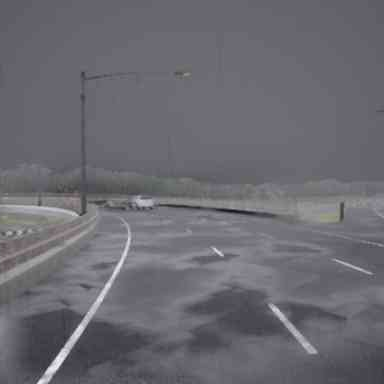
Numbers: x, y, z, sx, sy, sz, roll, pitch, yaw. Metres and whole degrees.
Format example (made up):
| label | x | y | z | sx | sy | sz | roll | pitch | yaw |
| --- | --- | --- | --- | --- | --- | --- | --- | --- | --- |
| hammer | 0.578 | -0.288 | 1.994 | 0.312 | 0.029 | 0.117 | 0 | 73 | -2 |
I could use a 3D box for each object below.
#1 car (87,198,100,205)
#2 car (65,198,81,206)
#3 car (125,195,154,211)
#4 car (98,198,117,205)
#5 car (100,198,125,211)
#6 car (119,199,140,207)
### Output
| label | x | y | z | sx | sy | sz | roll | pitch | yaw |
| --- | --- | --- | --- | --- | --- | --- | --- | --- | --- |
| car | -19.063 | 1.926 | 65.243 | 1.882 | 1.535 | 5.008 | 0 | 0 | -39 |
| car | -22.892 | 1.962 | 64.451 | 1.882 | 1.535 | 5.008 | 0 | 0 | -41 |
| car | -7.101 | 1.472 | 46.203 | 2.150 | 2.045 | 5.566 | 0 | -1 | -26 |
| car | -17.610 | 1.875 | 69.052 | 1.895 | 1.301 | 4.718 | 0 | 0 | -41 |
| car | -10.680 | 1.834 | 45.685 | 2.033 | 1.411 | 5.357 | 0 | 0 | -28 |
| car | -11.524 | 1.956 | 60.798 | 1.895 | 1.301 | 4.718 | 0 | 0 | -36 |
